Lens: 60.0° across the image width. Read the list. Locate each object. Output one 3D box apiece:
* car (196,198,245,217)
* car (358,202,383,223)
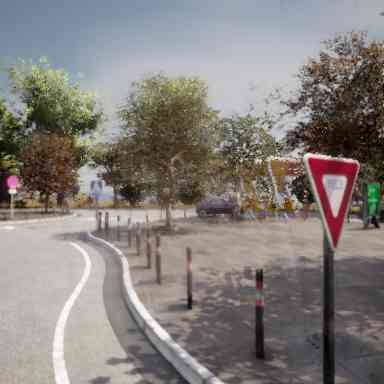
[{"bbox_3d":[2.609,1.369,31.044,4.553,1.767,2.097,0,0,-1],"label":"car"},{"bbox_3d":[13.475,1.431,21.781,1.837,1.490,4.892,0,-1,-32],"label":"car"}]
